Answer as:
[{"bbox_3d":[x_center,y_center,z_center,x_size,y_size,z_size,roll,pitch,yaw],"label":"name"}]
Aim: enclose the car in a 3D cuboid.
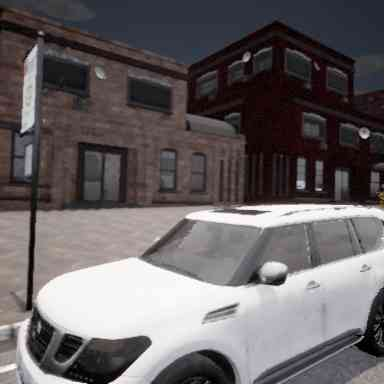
[{"bbox_3d":[0.789,1.224,4.502,5.566,2.045,2.150,0,0,-36],"label":"car"}]
